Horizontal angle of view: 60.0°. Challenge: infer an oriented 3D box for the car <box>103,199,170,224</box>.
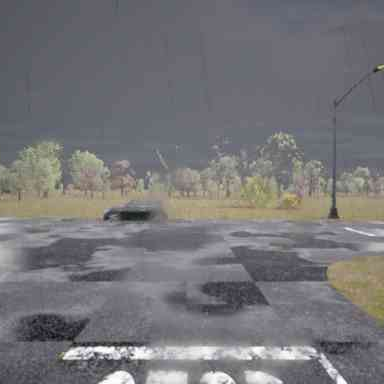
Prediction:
[{"bbox_3d":[-3.907,1.267,23.652,4.553,1.767,2.097,0,1,0],"label":"car"}]
